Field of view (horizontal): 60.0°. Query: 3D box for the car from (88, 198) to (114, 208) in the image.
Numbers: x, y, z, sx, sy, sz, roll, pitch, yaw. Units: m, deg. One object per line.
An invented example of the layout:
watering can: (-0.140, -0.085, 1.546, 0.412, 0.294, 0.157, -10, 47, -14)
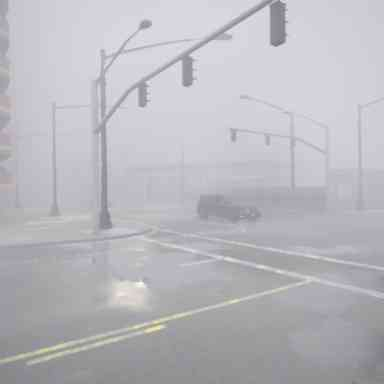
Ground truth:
car: (-12.558, 1.487, 45.440, 2.033, 1.411, 5.357, -1, 1, -37)

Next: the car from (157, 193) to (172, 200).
car: (-5.585, 0.942, 75.887, 4.611, 1.667, 2.242, -1, 1, -35)

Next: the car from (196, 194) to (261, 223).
car: (2.575, 1.179, 25.092, 2.150, 2.045, 5.566, -1, 1, -37)

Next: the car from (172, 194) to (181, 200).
car: (-1.611, 1.085, 71.668, 3.806, 1.475, 1.970, -1, 1, -35)
